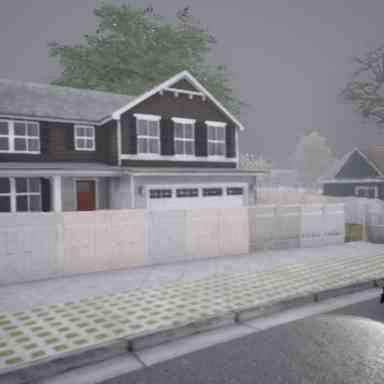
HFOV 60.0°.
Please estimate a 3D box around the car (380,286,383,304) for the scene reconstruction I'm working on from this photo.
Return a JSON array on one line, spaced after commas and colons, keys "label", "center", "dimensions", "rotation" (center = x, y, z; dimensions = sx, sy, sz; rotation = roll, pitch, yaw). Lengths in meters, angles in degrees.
[{"label": "car", "center": [5.501, 1.543, 6.184], "dimensions": [4.181, 1.385, 1.994], "rotation": [0, 0, -29]}]
